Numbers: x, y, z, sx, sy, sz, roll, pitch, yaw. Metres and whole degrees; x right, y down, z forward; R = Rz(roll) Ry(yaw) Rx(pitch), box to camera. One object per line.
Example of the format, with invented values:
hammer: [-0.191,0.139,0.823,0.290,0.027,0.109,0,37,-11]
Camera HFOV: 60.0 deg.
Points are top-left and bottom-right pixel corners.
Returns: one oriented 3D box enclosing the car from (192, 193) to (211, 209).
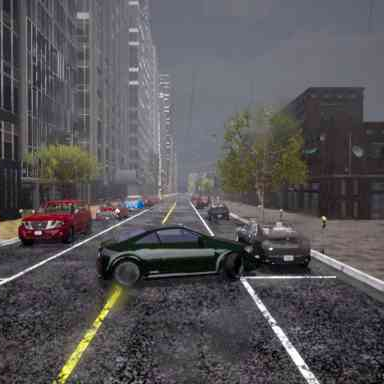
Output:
car: [1.541,1.301,44.353,2.192,1.841,5.009,-1,0,-1]

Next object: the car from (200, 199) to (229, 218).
car: [2.013,1.543,27.021,2.008,1.369,4.403,-1,0,-1]

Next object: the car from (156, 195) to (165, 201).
car: [-7.849,1.497,82.703,1.752,1.417,4.829,-1,0,-1]

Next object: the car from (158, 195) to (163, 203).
car: [-7.415,1.522,66.274,1.887,1.381,4.507,-1,0,-1]

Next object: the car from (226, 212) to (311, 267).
car: [2.549,1.548,11.161,2.008,1.369,4.403,-1,0,-1]

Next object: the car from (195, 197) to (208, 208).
car: [1.395,1.509,50.056,1.752,1.417,4.829,-1,0,-1]

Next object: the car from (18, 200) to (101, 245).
car: [-6.190,1.310,15.748,2.192,1.841,5.009,-1,0,-1]

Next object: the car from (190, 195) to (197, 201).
car: [0.380,1.551,88.614,1.802,1.307,4.206,-1,0,-1]

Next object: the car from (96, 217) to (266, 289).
car: [-0.420,1.556,8.990,4.181,1.385,1.994,0,0,-17]

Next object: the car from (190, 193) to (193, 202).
car: [0.813,1.291,72.017,2.192,1.841,5.009,-1,0,-1]

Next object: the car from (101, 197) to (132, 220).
car: [-6.390,1.432,26.816,1.967,1.590,4.097,-1,0,-1]

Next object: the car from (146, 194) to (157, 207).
car: [-6.981,1.299,49.675,2.192,1.841,5.009,-1,0,-1]

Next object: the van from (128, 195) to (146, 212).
van: [-6.690,1.329,38.610,1.690,1.788,3.998,-1,0,-1]
